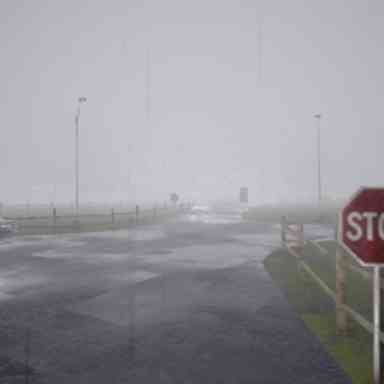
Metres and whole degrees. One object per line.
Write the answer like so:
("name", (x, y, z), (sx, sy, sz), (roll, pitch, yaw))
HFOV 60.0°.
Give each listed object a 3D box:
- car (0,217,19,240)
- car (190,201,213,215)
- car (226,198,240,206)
("car", (-10.967, 1.756, 15.989), (4.674, 1.442, 1.812), (0, 0, -13))
("car", (1.121, 1.797, 37.552), (1.812, 1.442, 4.674), (0, 0, 11))
("car", (7.964, 1.938, 63.282), (2.033, 1.411, 5.357), (0, 0, 19))
